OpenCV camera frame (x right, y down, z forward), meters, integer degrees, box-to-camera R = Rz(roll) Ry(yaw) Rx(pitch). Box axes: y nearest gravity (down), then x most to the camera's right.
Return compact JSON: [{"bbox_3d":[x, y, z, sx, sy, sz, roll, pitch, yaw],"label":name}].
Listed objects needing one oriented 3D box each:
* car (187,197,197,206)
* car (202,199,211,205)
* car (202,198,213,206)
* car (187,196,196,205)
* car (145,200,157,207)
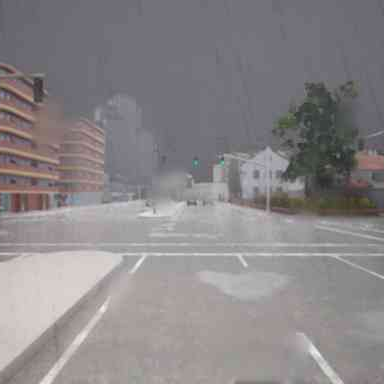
[{"bbox_3d":[-0.023,2.181,72.643,2.097,1.767,4.553,0,-1,0],"label":"car"},{"bbox_3d":[3.474,2.450,82.671,2.033,1.411,5.357,0,-1,0],"label":"car"},{"bbox_3d":[3.477,2.181,72.644,2.097,1.767,4.553,0,-1,0],"label":"car"},{"bbox_3d":[-0.026,2.136,82.704,2.150,2.045,5.566,0,-1,0],"label":"car"},{"bbox_3d":[-8.038,2.251,65.708,2.128,1.511,4.902,0,-1,0],"label":"car"}]
